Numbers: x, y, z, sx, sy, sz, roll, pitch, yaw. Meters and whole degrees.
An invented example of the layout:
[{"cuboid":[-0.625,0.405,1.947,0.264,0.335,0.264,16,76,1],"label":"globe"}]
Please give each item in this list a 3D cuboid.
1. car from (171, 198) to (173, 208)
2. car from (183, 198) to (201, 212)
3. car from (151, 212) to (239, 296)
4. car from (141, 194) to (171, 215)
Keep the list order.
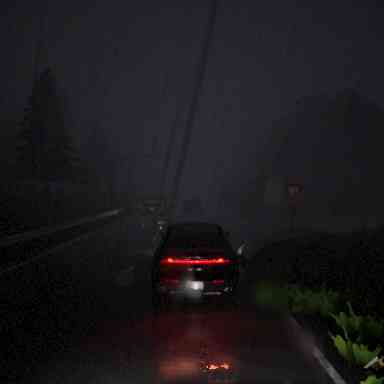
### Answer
[{"cuboid":[-3.673,1.413,47.158,1.882,1.535,5.008,0,1,0],"label":"car"},{"cuboid":[0.030,1.441,36.445,2.128,1.511,4.902,0,0,0],"label":"car"},{"cuboid":[0.066,1.493,8.621,1.837,1.490,4.892,0,0,0],"label":"car"},{"cuboid":[-3.654,1.177,33.065,2.150,2.045,5.566,0,0,0],"label":"car"}]
